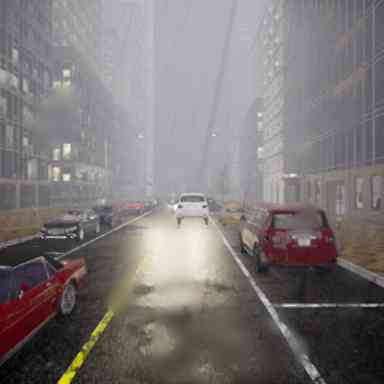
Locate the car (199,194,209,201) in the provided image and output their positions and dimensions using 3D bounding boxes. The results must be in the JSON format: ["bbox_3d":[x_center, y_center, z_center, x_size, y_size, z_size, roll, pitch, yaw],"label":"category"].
[{"bbox_3d":[2.662,1.178,72.964,1.967,1.590,4.097,0,0,0],"label":"car"}]

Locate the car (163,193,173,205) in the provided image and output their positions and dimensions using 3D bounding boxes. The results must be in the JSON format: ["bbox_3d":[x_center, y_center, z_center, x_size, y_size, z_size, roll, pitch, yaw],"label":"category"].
[{"bbox_3d":[-3.037,1.307,53.718,2.128,1.511,4.902,0,0,0],"label":"car"}]

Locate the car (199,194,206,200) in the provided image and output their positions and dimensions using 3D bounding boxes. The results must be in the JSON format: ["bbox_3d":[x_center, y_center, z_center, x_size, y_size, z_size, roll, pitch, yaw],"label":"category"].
[{"bbox_3d":[2.656,1.273,84.349,1.802,1.307,4.206,0,0,0],"label":"car"}]

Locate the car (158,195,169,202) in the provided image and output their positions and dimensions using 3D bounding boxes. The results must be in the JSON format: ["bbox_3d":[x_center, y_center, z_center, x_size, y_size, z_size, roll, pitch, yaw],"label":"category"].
[{"bbox_3d":[-5.717,1.344,67.284,1.802,1.307,4.206,0,0,0],"label":"car"}]

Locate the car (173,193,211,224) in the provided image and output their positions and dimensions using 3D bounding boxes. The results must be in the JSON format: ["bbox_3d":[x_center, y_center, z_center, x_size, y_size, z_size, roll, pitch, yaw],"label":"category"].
[{"bbox_3d":[0.082,1.138,24.378,2.150,2.045,5.566,0,0,1],"label":"car"}]

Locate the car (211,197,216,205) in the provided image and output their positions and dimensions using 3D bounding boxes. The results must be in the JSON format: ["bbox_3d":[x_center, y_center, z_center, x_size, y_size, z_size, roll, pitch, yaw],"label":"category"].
[{"bbox_3d":[2.671,1.393,50.198,1.947,1.339,4.313,0,0,0],"label":"car"}]

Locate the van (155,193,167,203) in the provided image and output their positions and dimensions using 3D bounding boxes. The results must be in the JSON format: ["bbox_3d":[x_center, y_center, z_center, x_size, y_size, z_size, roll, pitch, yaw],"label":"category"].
[{"bbox_3d":[-5.714,1.125,61.591,1.690,1.788,3.998,0,0,0],"label":"van"}]

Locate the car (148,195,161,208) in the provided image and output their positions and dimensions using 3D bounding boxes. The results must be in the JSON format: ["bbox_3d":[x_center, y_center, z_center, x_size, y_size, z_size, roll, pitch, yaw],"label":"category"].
[{"bbox_3d":[-5.707,1.400,44.515,2.008,1.369,4.403,0,0,0],"label":"car"}]

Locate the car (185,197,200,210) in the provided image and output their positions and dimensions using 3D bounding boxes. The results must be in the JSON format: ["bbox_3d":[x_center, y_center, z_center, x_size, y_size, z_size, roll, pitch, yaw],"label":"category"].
[{"bbox_3d":[0.078,1.386,41.438,1.812,1.442,4.674,0,0,0],"label":"car"}]

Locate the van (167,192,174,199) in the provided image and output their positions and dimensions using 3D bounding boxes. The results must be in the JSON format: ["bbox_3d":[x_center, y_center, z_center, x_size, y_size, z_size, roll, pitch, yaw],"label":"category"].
[{"bbox_3d":[-5.726,1.008,90.052,1.690,1.788,3.998,0,0,0],"label":"van"}]

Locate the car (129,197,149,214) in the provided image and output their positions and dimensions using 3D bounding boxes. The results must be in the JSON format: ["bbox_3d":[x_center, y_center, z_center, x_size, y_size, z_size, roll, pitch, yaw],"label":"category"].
[{"bbox_3d":[-5.702,1.473,33.129,1.802,1.307,4.206,0,0,0],"label":"car"}]

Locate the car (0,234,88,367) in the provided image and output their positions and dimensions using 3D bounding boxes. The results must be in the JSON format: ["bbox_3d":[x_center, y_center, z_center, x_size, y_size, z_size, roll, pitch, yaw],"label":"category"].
[{"bbox_3d":[-3.102,1.587,4.599,1.895,1.301,4.718,0,0,0],"label":"car"}]

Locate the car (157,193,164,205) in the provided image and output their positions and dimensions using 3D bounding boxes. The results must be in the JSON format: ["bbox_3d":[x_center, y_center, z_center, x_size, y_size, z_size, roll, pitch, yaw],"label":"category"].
[{"bbox_3d":[-5.712,1.351,55.899,1.887,1.381,4.507,0,0,0],"label":"car"}]

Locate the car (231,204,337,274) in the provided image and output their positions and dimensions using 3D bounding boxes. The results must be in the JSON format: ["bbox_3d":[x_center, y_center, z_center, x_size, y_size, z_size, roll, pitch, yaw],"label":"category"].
[{"bbox_3d":[2.690,1.283,10.353,2.192,1.841,5.009,0,0,0],"label":"car"}]

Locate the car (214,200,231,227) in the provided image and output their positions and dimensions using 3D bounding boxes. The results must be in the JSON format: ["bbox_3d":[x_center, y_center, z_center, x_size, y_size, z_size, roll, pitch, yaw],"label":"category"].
[{"bbox_3d":[2.684,1.455,21.907,1.752,1.417,4.829,0,0,0],"label":"car"}]

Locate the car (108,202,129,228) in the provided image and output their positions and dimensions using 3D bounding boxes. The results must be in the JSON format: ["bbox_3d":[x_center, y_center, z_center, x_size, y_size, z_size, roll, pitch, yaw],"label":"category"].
[{"bbox_3d":[-5.697,1.497,21.746,1.947,1.339,4.313,0,0,0],"label":"car"}]

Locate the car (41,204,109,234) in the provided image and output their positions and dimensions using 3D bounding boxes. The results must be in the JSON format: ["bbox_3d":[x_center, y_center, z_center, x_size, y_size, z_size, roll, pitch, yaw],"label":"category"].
[{"bbox_3d":[-5.694,1.501,16.054,2.008,1.369,4.403,0,0,0],"label":"car"}]
